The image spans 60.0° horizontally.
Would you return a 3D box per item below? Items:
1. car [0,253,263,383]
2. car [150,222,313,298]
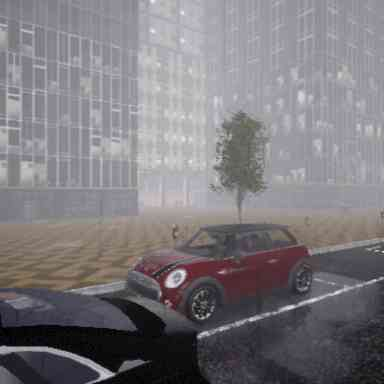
[{"bbox_3d":[-2.119,1.493,1.848,4.902,1.511,2.128,0,0,-35],"label":"car"},{"bbox_3d":[0.669,1.435,7.039,4.097,1.590,1.967,0,0,-36],"label":"car"}]
